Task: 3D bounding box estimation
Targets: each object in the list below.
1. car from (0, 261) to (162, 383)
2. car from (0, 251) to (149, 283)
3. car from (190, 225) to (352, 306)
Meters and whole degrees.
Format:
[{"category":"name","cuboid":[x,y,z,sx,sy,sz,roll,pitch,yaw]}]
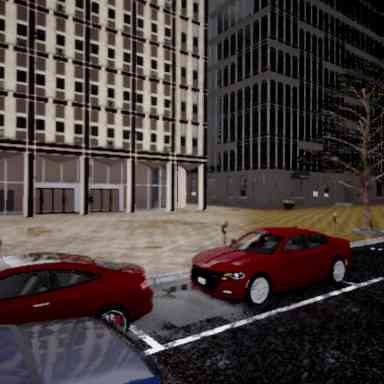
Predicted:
[{"category":"car","cuboid":[-2.636,1.549,1.495,5.357,1.411,2.033,0,0,-35]},{"category":"car","cuboid":[-2.564,1.582,4.721,4.206,1.307,1.802,0,1,-35]},{"category":"car","cuboid":[2.030,1.536,7.997,4.507,1.381,1.887,0,1,-35]}]
